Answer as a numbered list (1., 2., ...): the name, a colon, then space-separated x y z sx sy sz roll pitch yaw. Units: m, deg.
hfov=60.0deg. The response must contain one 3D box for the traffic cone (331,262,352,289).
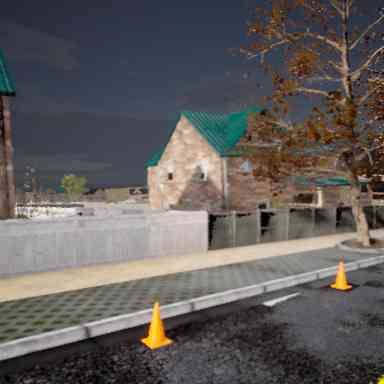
1. traffic cone: 3.553 1.957 7.907 0.340 0.580 0.340 0 0 -36

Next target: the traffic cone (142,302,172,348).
1. traffic cone: -0.524 1.956 5.000 0.340 0.580 0.340 0 0 -35
